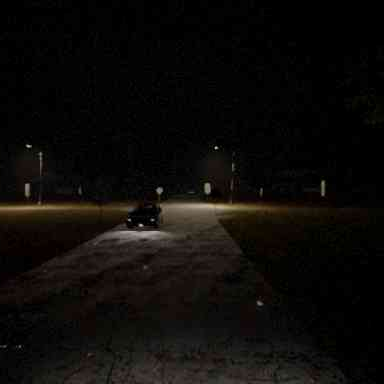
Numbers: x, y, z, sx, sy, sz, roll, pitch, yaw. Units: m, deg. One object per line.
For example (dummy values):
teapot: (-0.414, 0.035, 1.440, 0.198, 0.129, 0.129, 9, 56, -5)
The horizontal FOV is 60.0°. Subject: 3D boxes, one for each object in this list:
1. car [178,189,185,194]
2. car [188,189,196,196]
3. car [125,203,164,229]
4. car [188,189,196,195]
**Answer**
car: (-2.751, -0.213, 89.172, 2.033, 1.411, 5.357, 0, 1, 0)
car: (-0.001, 0.251, 84.568, 2.128, 1.511, 4.902, 0, 1, 0)
car: (-2.805, 1.426, 21.014, 2.033, 1.411, 5.357, 0, 1, 0)
car: (0.000, -0.047, 95.002, 2.033, 1.411, 5.357, 0, 1, 0)
